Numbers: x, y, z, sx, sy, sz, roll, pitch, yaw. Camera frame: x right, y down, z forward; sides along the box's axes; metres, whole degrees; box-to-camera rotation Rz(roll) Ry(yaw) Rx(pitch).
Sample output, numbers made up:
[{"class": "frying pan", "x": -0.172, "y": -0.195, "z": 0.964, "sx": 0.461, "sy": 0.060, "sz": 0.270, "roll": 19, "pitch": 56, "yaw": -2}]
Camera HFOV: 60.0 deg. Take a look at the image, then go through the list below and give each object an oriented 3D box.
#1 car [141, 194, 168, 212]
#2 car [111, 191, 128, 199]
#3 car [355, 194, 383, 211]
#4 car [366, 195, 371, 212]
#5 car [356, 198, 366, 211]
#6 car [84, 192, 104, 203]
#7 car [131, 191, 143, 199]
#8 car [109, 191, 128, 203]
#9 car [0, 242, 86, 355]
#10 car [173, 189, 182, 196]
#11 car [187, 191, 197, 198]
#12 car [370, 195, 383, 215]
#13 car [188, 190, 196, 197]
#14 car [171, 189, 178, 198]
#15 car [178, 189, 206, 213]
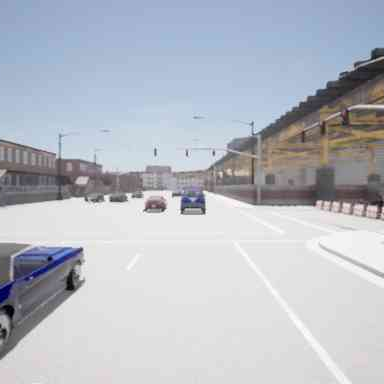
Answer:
[{"class": "car", "x": -3.414, "y": 1.062, "z": 31.841, "sx": 1.812, "sy": 1.442, "sz": 4.674, "roll": 0, "pitch": 1, "yaw": 0}, {"class": "car", "x": -14.014, "y": 0.564, "z": 64.263, "sx": 2.128, "sy": 1.511, "sz": 4.902, "roll": 0, "pitch": 1, "yaw": 0}, {"class": "car", "x": 15.969, "y": 0.873, "z": 28.989, "sx": 1.853, "sy": 1.218, "sz": 4.536, "roll": 1, "pitch": 1, "yaw": 44}, {"class": "car", "x": 15.945, "y": 1.098, "z": 24.346, "sx": 2.038, "sy": 1.542, "sz": 4.974, "roll": -1, "pitch": 1, "yaw": -36}, {"class": "car", "x": 15.934, "y": 1.031, "z": 28.953, "sx": 2.038, "sy": 1.542, "sz": 4.974, "roll": 1, "pitch": 1, "yaw": 44}, {"class": "car", "x": -14.073, "y": 0.792, "z": 48.195, "sx": 2.128, "sy": 1.511, "sz": 4.902, "roll": 0, "pitch": 1, "yaw": 0}, {"class": "car", "x": -10.514, "y": 0.570, "z": 64.339, "sx": 1.837, "sy": 1.490, "sz": 4.892, "roll": 0, "pitch": 1, "yaw": 0}, {"class": "car", "x": -10.575, "y": 0.780, "z": 47.972, "sx": 1.882, "sy": 1.535, "sz": 5.008, "roll": 0, "pitch": 1, "yaw": 0}, {"class": "car", "x": -3.418, "y": 1.515, "z": 5.744, "sx": 1.895, "sy": 1.301, "sz": 4.718, "roll": 0, "pitch": 1, "yaw": 0}, {"class": "car", "x": -3.500, "y": 0.153, "z": 81.848, "sx": 2.097, "sy": 1.767, "sz": 4.553, "roll": 0, "pitch": 1, "yaw": 0}, {"class": "car", "x": 0.000, "y": 0.490, "z": 73.168, "sx": 1.994, "sy": 1.385, "sz": 4.181, "roll": 0, "pitch": 1, "yaw": 0}, {"class": "car", "x": 15.976, "y": 0.941, "z": 24.302, "sx": 1.853, "sy": 1.218, "sz": 4.536, "roll": -1, "pitch": 1, "yaw": -36}, {"class": "car", "x": 0.000, "y": 0.275, "z": 81.880, "sx": 1.882, "sy": 1.535, "sz": 5.008, "roll": 0, "pitch": 1, "yaw": 0}, {"class": "car", "x": -3.500, "y": 0.486, "z": 72.543, "sx": 2.033, "sy": 1.411, "sz": 5.357, "roll": 0, "pitch": 1, "yaw": 0}, {"class": "car", "x": 0.098, "y": 0.785, "z": 29.966, "sx": 2.150, "sy": 2.045, "sz": 5.566, "roll": 0, "pitch": 1, "yaw": 0}]
